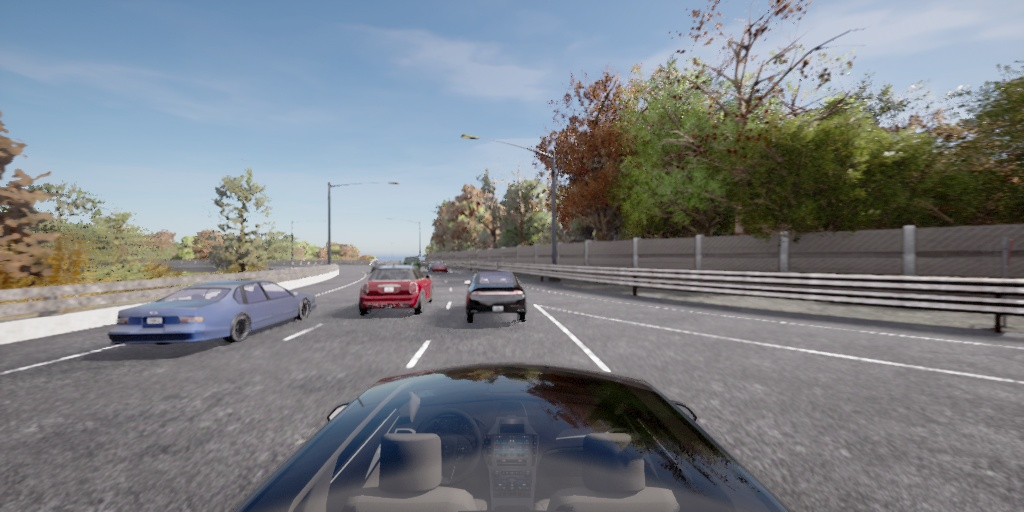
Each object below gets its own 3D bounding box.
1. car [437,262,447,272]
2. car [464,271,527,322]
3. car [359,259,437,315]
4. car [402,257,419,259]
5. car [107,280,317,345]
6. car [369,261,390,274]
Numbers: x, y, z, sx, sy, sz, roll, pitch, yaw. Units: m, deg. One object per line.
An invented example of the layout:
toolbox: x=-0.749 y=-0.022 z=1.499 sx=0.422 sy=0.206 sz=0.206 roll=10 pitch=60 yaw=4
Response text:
car: x=-9.853 y=1.437 z=47.070 sx=1.994 sy=1.385 sz=4.181 roll=0 pitch=0 yaw=-23
car: x=-0.626 y=1.264 z=12.455 sx=2.128 sy=1.511 sz=4.902 roll=0 pitch=0 yaw=-6
car: x=-4.335 y=1.142 z=14.061 sx=2.097 sy=1.767 sz=4.553 roll=0 pitch=0 yaw=-6
car: x=-13.098 y=1.106 z=45.892 sx=2.150 sy=2.045 sz=5.566 roll=0 pitch=0 yaw=-23
car: x=-7.341 y=1.341 z=9.664 sx=2.033 sy=1.411 sz=5.357 roll=0 pitch=0 yaw=-5
car: x=-17.082 y=1.392 z=46.108 sx=2.128 sy=1.511 sz=4.902 roll=0 pitch=0 yaw=-25
